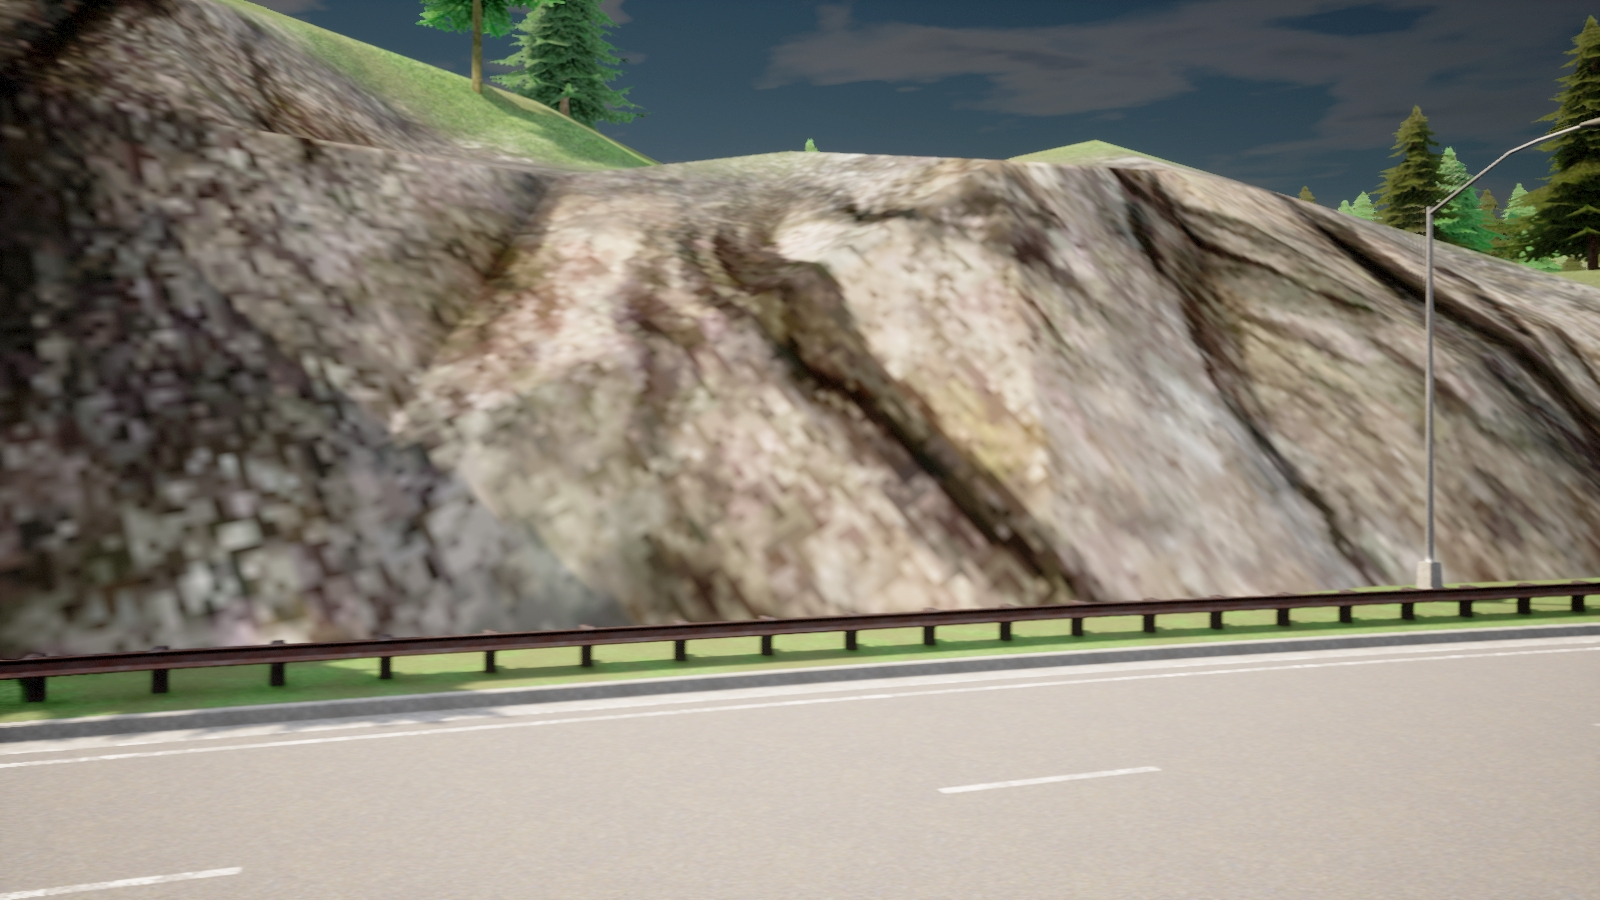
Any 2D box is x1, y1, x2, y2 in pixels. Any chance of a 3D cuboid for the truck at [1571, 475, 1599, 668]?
[{"bbox_3d":[13.011,1.568,14.416,5.204,2.467,2.627,0,0,-14],"label":"truck"}]
